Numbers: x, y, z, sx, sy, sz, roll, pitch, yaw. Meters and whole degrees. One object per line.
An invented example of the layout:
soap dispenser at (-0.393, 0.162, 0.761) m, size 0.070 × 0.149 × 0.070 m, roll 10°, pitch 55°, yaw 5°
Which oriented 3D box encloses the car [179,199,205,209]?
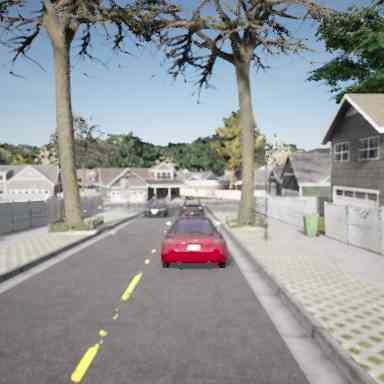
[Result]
car at (0.017, 1.331, 26.489) m, size 2.128 × 1.511 × 4.902 m, roll 0°, pitch 0°, yaw 0°

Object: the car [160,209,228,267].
car at (0.054, 1.483, 11.155) m, size 1.994 × 1.385 × 4.181 m, roll 0°, pitch 0°, yaw 0°

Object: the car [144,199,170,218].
car at (-2.898, 1.324, 28.099) m, size 2.128 × 1.511 × 4.902 m, roll 0°, pitch 0°, yaw 0°
